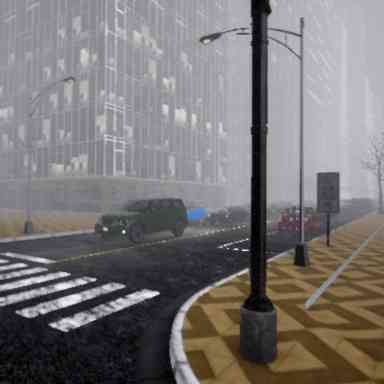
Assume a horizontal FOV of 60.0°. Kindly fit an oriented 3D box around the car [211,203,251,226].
[{"bbox_3d":[2.981,1.794,25.378,1.895,1.301,4.718,0,-1,33],"label":"car"}]

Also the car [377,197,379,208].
[{"bbox_3d":[31.635,2.069,58.466,1.752,1.417,4.829,0,0,33],"label":"car"}]

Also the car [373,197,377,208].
[{"bbox_3d":[25.300,1.764,48.814,2.192,1.841,5.009,0,0,33],"label":"car"}]

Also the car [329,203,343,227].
[{"bbox_3d":[9.743,1.781,25.001,1.947,1.339,4.313,1,0,33],"label":"car"}]

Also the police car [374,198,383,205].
[{"bbox_3d":[43.955,2.160,77.835,1.930,1.638,5.238,0,-1,33],"label":"police car"}]

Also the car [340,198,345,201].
[{"bbox_3d":[23.582,1.963,50.926,1.837,1.490,4.892,0,0,33],"label":"car"}]

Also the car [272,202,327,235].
[{"bbox_3d":[6.670,1.609,20.215,1.967,1.590,4.097,1,0,33],"label":"car"}]

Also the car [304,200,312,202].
[{"bbox_3d":[18.303,2.023,53.429,1.947,1.339,4.313,1,0,33],"label":"car"}]

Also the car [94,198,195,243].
[{"bbox_3d":[-2.377,1.336,17.222,2.150,2.045,5.566,0,-1,33],"label":"car"}]

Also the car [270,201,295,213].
[{"bbox_3d":[12.058,1.929,43.918,1.947,1.339,4.313,1,0,33],"label":"car"}]

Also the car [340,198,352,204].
[{"bbox_3d":[40.157,2.338,86.719,2.008,1.369,4.403,1,0,33],"label":"car"}]

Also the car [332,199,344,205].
[{"bbox_3d":[33.913,2.258,77.208,1.947,1.339,4.313,1,0,33],"label":"car"}]

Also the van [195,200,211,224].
[{"bbox_3d":[-0.527,1.519,24.965,1.690,1.788,3.998,1,0,33],"label":"van"}]

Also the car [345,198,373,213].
[{"bbox_3d":[22.178,1.717,44.059,2.192,1.841,5.009,0,0,33],"label":"car"}]

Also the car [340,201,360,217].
[{"bbox_3d":[15.931,1.891,34.547,1.802,1.307,4.206,0,0,33],"label":"car"}]

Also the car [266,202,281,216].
[{"bbox_3d":[8.246,1.873,33.382,1.895,1.301,4.718,0,-1,33],"label":"car"}]

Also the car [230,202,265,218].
[{"bbox_3d":[5.807,1.815,34.413,1.887,1.381,4.507,1,0,33],"label":"car"}]
